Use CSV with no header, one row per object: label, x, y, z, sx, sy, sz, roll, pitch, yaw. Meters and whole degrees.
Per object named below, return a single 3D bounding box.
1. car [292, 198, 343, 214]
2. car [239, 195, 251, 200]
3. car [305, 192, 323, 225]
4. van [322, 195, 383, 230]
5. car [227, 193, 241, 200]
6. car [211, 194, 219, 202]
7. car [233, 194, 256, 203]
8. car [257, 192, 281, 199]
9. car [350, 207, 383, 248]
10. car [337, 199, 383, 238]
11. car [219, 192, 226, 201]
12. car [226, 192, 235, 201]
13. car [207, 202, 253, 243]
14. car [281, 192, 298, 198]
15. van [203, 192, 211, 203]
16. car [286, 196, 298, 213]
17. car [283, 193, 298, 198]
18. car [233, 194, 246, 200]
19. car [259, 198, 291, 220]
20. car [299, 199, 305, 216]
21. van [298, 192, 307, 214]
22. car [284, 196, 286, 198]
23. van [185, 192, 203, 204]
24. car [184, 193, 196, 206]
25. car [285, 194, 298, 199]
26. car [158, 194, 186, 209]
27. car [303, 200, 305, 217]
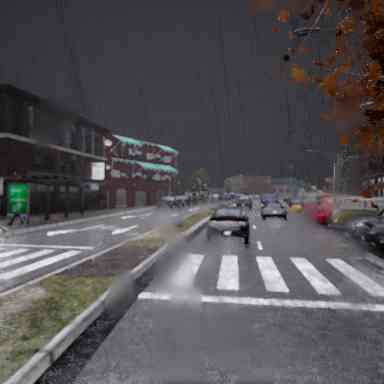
car,12.661,1.439,33.880,4.674,1.452,2.002,0,1,12
car,14.990,1.583,93.718,2.002,1.452,4.674,0,-1,25
car,10.260,1.237,20.579,5.566,2.045,2.435,0,0,9
van,9.697,1.271,17.888,4.442,1.987,1.878,0,0,9
car,10.616,1.192,83.569,2.185,1.767,4.553,0,-1,23
car,3.115,1.168,62.682,2.002,1.452,4.674,0,0,18
car,6.781,1.313,42.697,1.837,1.490,4.892,0,1,14
car,9.770,1.047,42.215,2.150,2.045,5.566,0,1,13
car,8.953,1.517,12.427,4.892,1.521,2.231,0,0,9
car,9.416,1.382,15.142,4.553,1.767,2.185,0,0,9
car,4.830,1.181,67.953,2.002,1.452,4.674,0,0,19
car,8.548,0.983,78.357,2.435,2.045,5.566,0,-1,22
car,1.793,1.464,16.002,2.128,1.511,4.902,0,0,8
car,17.256,0.972,52.564,5.566,2.045,2.435,1,0,17
van,1.442,0.912,57.262,1.878,1.987,4.442,0,0,17
car,11.932,1.416,31.243,5.366,1.575,1.946,0,1,11
car,15.796,1.294,47.298,4.792,1.488,2.163,0,1,15
car,12.788,1.424,88.766,2.231,1.521,4.892,0,-1,24
car,6.750,1.503,27.736,1.994,1.385,4.181,0,0,10
car,11.105,1.498,25.855,4.674,1.452,2.002,0,0,11
van,11.712,1.216,28.501,4.442,1.987,1.878,0,0,11
car,14.451,1.324,41.874,4.892,1.521,2.231,0,1,14
van,-0.059,0.945,51.931,1.878,1.987,4.442,0,0,16
car,-1.445,1.248,46.651,2.163,1.488,4.792,0,1,15
car,13.858,1.380,39.207,4.792,1.488,2.163,0,1,13
car,-2.719,1.263,41.308,2.097,1.535,5.008,0,1,13
car,10.634,1.503,23.282,4.792,1.488,2.163,0,0,10
